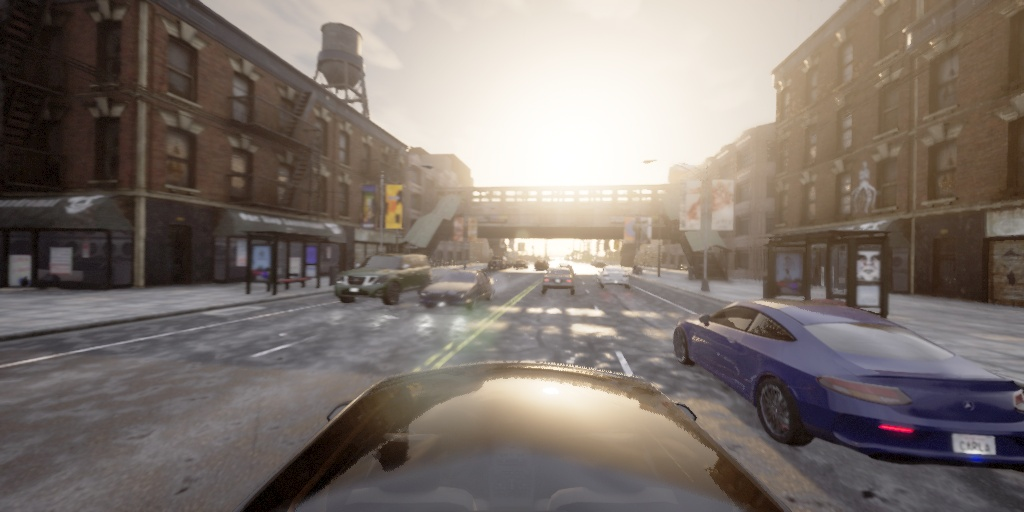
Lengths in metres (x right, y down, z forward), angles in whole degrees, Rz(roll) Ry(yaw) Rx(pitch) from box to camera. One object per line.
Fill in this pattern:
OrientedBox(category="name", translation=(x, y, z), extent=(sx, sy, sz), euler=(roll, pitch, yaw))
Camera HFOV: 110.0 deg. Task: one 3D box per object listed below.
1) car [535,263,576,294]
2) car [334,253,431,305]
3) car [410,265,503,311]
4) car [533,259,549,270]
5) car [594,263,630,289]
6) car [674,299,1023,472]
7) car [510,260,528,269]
OrientedBox(category="car", translation=(2.801, 1.365, 21.291), extent=(2.033, 1.411, 5.357), euler=(1, 0, 9))
OrientedBox(category="car", translation=(-5.358, 0.896, 15.896), extent=(2.150, 2.045, 5.566), euler=(1, 0, 9))
OrientedBox(category="car", translation=(-1.987, 1.278, 14.862), extent=(2.033, 1.411, 5.357), euler=(1, 0, 9))
OrientedBox(category="car", translation=(4.509, 1.235, 54.694), extent=(2.097, 1.767, 4.553), euler=(1, 0, 10))
OrientedBox(category="car", translation=(6.954, 1.417, 24.946), extent=(1.812, 1.442, 4.674), euler=(1, 0, 9))
OrientedBox(category="car", translation=(3.926, 1.345, 5.154), extent=(1.812, 1.442, 4.674), euler=(1, 0, 6))
OrientedBox(category="car", translation=(1.460, 1.312, 57.636), extent=(1.882, 1.535, 5.008), euler=(1, 0, 10))
